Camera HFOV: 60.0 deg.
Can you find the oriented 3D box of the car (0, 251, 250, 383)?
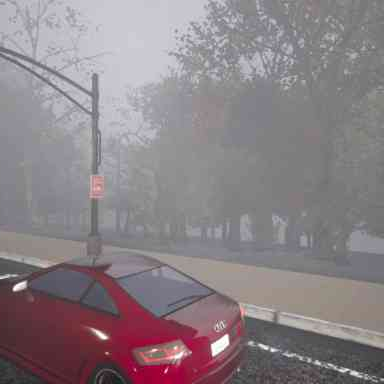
[{"bbox_3d":[-1.338,1.563,4.636,4.181,1.385,1.994,0,0,35],"label":"car"}]
